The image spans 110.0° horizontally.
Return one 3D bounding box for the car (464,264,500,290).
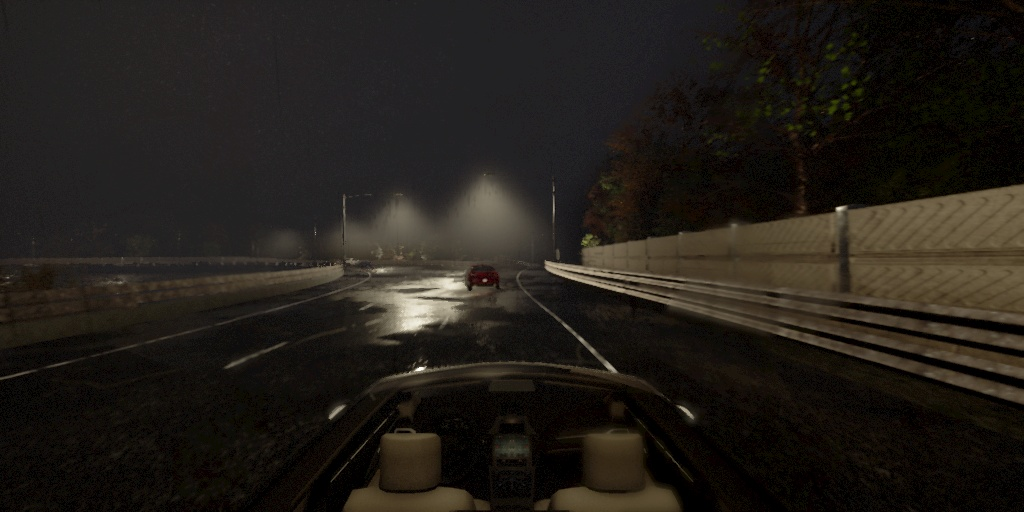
[{"bbox_3d":[-1.970,1.269,22.873,1.882,1.535,5.008,0,0,-10],"label":"car"}]
